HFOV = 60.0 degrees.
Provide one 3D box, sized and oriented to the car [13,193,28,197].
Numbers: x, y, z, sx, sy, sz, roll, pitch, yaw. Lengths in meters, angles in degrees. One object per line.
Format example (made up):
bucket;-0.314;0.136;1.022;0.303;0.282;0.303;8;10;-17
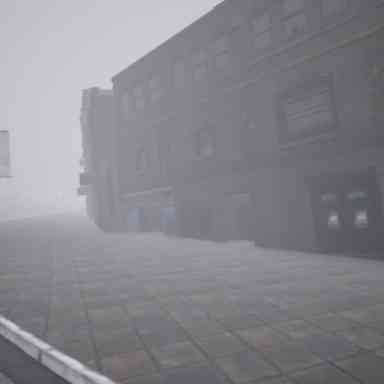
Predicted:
car;-44.113;1.076;83.225;2.002;1.452;4.674;-6;-4;12

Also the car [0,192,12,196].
car;-45.321;0.853;77.843;2.163;1.488;4.792;-6;-4;13

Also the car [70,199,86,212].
car;-22.924;3.028;69.479;2.150;2.045;5.566;-7;-2;20
